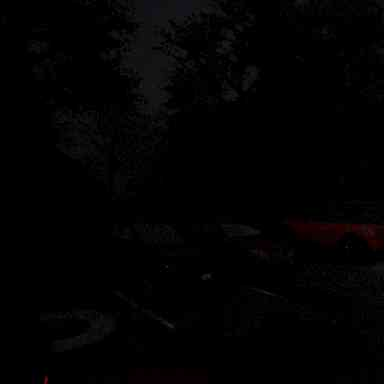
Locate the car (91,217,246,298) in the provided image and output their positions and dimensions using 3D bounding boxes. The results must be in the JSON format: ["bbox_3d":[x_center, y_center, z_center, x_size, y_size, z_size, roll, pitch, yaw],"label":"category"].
[{"bbox_3d":[-1.147,1.505,9.002,2.097,1.535,5.008,0,0,-36],"label":"car"}]

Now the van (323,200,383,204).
[{"bbox_3d":[7.844,1.388,15.577,1.878,1.987,4.442,1,0,-36],"label":"van"}]

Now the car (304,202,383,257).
[{"bbox_3d":[5.669,1.458,13.837,2.185,1.767,4.553,1,0,-36],"label":"car"}]

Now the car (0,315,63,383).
[{"bbox_3d":[-3.156,1.496,1.432,4.892,1.490,1.837,0,0,-36],"label":"car"}]

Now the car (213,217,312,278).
[{"bbox_3d":[1.121,1.569,10.621,2.002,1.452,4.674,1,0,-36],"label":"car"}]
